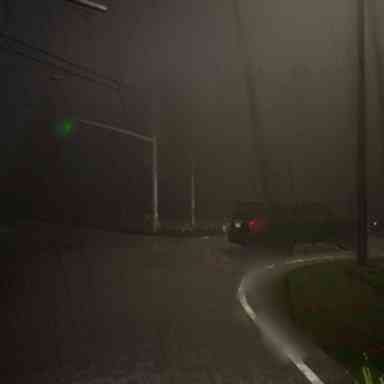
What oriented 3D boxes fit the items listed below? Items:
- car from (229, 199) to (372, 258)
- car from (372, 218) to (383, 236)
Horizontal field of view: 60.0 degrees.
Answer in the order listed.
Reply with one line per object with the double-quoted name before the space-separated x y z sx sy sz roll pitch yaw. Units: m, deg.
"car" 4.136 1.304 13.244 5.566 2.045 2.150 0 -2 -24
"car" 11.505 1.681 17.607 4.718 1.301 1.895 0 0 2
